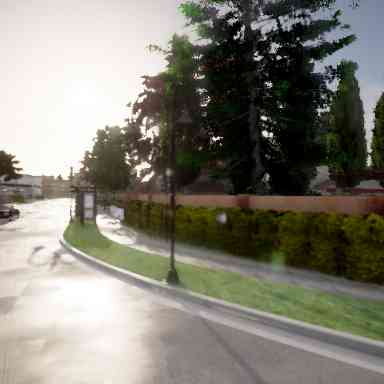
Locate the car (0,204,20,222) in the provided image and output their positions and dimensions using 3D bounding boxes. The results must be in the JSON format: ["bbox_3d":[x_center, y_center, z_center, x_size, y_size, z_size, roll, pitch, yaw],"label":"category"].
[{"bbox_3d":[-17.203,1.936,30.568,2.033,1.411,5.357,0,-1,-18],"label":"car"}]
